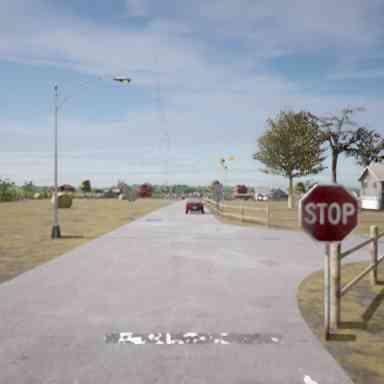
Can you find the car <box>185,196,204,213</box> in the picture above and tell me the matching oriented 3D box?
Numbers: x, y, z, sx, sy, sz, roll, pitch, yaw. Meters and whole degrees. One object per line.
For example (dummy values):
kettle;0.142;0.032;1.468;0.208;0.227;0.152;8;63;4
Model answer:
car;0.307;1.499;36.486;1.882;1.535;5.008;0;-1;0
